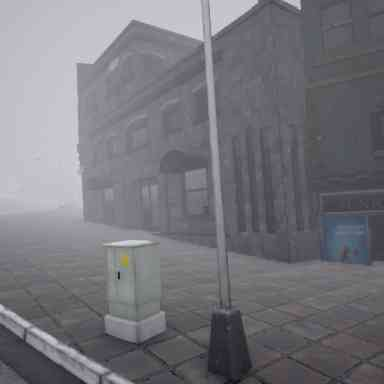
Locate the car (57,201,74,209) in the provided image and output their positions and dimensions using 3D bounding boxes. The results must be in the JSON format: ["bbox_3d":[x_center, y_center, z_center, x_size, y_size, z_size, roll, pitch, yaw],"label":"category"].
[{"bbox_3d":[-25.907,2.693,68.129,1.882,1.535,5.008,-4,-2,4],"label":"car"}]
